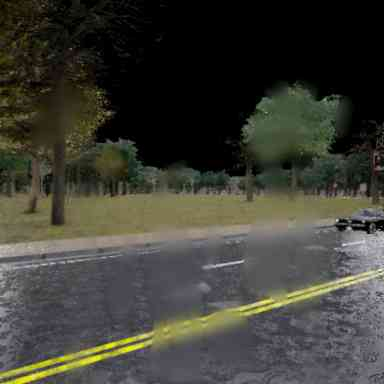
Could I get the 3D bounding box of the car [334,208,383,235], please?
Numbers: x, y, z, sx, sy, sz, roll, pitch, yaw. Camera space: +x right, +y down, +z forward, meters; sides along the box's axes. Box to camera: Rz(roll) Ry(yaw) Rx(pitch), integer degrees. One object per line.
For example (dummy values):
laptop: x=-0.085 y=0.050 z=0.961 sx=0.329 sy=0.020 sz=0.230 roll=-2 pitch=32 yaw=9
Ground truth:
car: x=10.113 y=1.614 z=18.881 sx=4.718 sy=1.301 sz=1.895 roll=0 pitch=0 yaw=-35
